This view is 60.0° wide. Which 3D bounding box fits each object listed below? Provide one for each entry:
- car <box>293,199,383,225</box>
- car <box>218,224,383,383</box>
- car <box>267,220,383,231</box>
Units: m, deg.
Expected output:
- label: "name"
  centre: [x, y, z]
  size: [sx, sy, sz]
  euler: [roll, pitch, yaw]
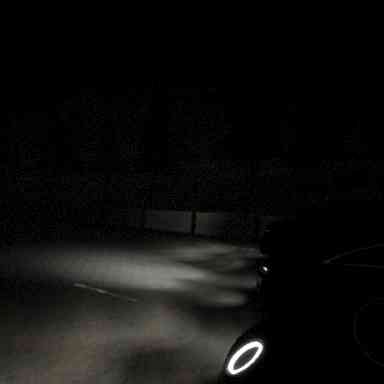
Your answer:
- label: "car"
  centre: [4.703, 1.221, 9.234]
  size: [5.566, 2.045, 2.150]
  euler: [0, 0, 35]
- label: "car"
  centre: [2.411, 1.353, 2.272]
  size: [4.553, 1.767, 2.097]
  euler: [0, 0, 35]
- label: "car"
  centre: [3.525, 1.491, 5.777]
  size: [4.902, 1.511, 2.128]
  euler: [0, 0, 35]
